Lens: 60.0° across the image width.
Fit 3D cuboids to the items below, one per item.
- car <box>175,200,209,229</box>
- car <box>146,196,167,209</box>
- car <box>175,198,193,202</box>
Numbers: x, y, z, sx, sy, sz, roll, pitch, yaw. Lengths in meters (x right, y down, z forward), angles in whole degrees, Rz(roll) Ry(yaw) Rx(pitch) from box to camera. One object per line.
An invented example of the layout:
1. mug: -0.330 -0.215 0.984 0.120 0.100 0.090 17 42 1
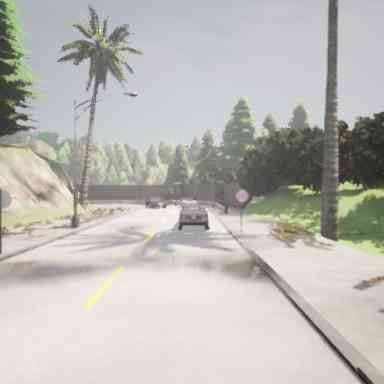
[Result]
1. car: 0.092 1.459 20.914 2.033 1.411 5.357 0 0 0
2. car: -4.495 1.318 41.612 2.128 1.511 4.902 1 0 -20
3. car: -0.939 1.415 44.571 1.895 1.301 4.718 0 0 -17
